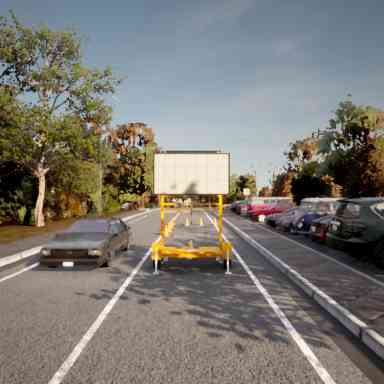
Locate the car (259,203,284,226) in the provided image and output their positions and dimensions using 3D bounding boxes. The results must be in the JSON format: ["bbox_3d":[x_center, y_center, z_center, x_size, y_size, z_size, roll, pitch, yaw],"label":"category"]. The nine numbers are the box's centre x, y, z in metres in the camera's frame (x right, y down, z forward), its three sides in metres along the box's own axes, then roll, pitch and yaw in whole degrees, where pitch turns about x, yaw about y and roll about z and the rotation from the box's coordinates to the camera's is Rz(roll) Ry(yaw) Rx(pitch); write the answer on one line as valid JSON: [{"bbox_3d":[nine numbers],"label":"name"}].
[{"bbox_3d":[7.053,1.608,21.349,4.792,1.488,2.163,0,-1,0],"label":"car"}]

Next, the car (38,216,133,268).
[{"bbox_3d":[-3.347,1.581,11.654,2.033,1.411,5.357,0,0,0],"label":"car"}]

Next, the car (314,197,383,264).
[{"bbox_3d":[7.092,1.200,10.263,5.566,2.045,2.435,0,0,0],"label":"car"}]

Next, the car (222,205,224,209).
[{"bbox_3d":[7.134,1.926,46.323,4.892,1.521,2.231,0,-1,0],"label":"car"}]

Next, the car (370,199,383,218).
[{"bbox_3d":[20.151,1.591,32.232,4.553,1.767,2.185,0,-1,0],"label":"car"}]

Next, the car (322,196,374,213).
[{"bbox_3d":[20.230,1.616,43.309,5.566,2.045,2.435,0,-1,0],"label":"car"}]

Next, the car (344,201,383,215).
[{"bbox_3d":[20.186,1.789,37.770,4.892,1.521,2.231,0,-1,0],"label":"car"}]

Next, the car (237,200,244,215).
[{"bbox_3d":[7.106,1.761,32.451,4.674,1.452,2.002,0,-1,0],"label":"car"}]

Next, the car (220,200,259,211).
[{"bbox_3d":[6.947,1.981,49.091,5.366,1.575,1.946,0,-1,0],"label":"car"}]

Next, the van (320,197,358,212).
[{"bbox_3d":[20.325,1.696,46.200,4.442,1.987,1.878,0,-1,0],"label":"van"}]

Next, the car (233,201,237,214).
[{"bbox_3d":[7.138,1.786,35.227,4.792,1.488,2.163,0,-1,0],"label":"car"}]

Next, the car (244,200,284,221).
[{"bbox_3d":[7.099,1.650,26.899,5.008,1.535,2.097,0,-1,0],"label":"car"}]

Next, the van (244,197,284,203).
[{"bbox_3d":[7.215,1.460,29.678,4.442,1.987,1.878,0,-1,0],"label":"van"}]

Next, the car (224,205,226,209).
[{"bbox_3d":[7.129,1.874,43.551,5.008,1.535,2.097,0,-1,0],"label":"car"}]

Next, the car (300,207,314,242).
[{"bbox_3d":[7.097,1.501,13.013,4.792,1.488,2.163,0,0,0],"label":"car"}]

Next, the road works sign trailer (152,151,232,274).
[{"bbox_3d":[-0.017,0.492,10.607,2.380,3.560,2.880,0,0,-1],"label":"road works sign trailer"}]

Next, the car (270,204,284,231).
[{"bbox_3d":[7.081,1.583,18.571,4.674,1.452,2.002,0,-1,0],"label":"car"}]

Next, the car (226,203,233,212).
[{"bbox_3d":[7.085,1.541,38.007,5.566,2.045,2.435,0,-1,0],"label":"car"}]

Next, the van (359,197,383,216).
[{"bbox_3d":[20.304,1.527,35.002,4.442,1.987,1.878,0,-1,0],"label":"van"}]

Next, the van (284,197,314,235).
[{"bbox_3d":[6.957,1.281,15.799,4.442,1.987,1.878,0,-1,0],"label":"van"}]

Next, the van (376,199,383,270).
[{"bbox_3d":[6.942,1.234,7.487,4.442,1.987,1.878,0,0,0],"label":"van"}]

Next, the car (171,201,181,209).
[{"bbox_3d":[-3.181,2.534,66.004,2.128,1.511,4.902,0,-2,0],"label":"car"}]

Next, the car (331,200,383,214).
[{"bbox_3d":[20.012,1.823,40.538,5.366,1.575,1.946,0,-1,0],"label":"car"}]
